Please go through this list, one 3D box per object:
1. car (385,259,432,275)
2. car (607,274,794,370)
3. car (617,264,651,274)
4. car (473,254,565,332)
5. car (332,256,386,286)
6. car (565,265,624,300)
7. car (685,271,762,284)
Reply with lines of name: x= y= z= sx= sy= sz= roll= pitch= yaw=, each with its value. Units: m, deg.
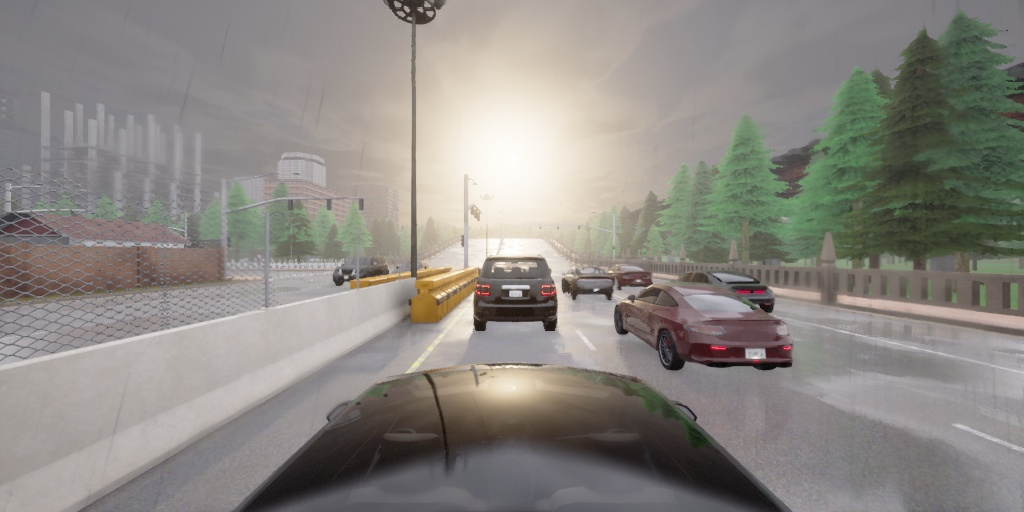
car: x=-7.023 y=1.101 z=25.529 sx=2.097 sy=1.767 sz=4.553 roll=0 pitch=0 yaw=0
car: x=3.597 y=1.276 z=7.597 sx=1.812 sy=1.442 sz=4.674 roll=0 pitch=0 yaw=0
car: x=7.079 y=1.228 z=22.543 sx=1.882 sy=1.535 sz=5.008 roll=0 pitch=0 yaw=0
car: x=0.088 y=0.971 z=11.037 sx=2.150 sy=2.045 sz=5.566 roll=0 pitch=0 yaw=0
car: x=-10.523 y=0.993 z=25.513 sx=2.150 sy=2.045 sz=5.566 roll=0 pitch=0 yaw=0
car: x=3.585 y=1.242 z=17.720 sx=2.128 sy=1.511 sz=4.902 roll=0 pitch=0 yaw=0
car: x=7.088 y=1.253 z=12.927 sx=1.837 sy=1.490 sz=4.892 roll=0 pitch=0 yaw=0
